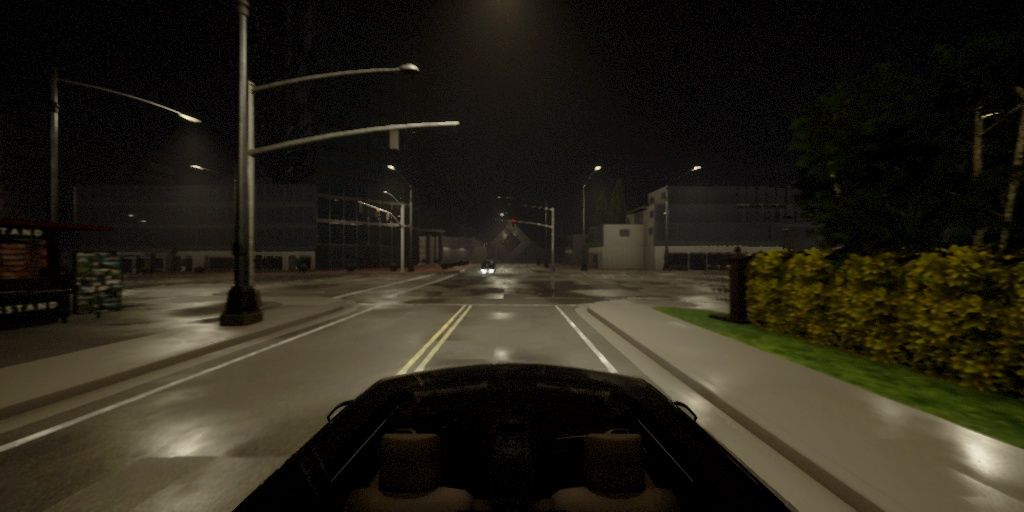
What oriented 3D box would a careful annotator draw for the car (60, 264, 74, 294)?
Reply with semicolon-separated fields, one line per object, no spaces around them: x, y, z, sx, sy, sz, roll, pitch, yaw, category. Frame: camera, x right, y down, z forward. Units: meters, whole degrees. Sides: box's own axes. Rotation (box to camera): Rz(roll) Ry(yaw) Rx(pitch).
-26.971;1.261;21.652;4.553;1.767;2.097;-1;0;0;car

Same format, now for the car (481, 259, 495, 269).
-3.543;1.189;53.961;2.128;1.511;4.902;0;0;0;car
